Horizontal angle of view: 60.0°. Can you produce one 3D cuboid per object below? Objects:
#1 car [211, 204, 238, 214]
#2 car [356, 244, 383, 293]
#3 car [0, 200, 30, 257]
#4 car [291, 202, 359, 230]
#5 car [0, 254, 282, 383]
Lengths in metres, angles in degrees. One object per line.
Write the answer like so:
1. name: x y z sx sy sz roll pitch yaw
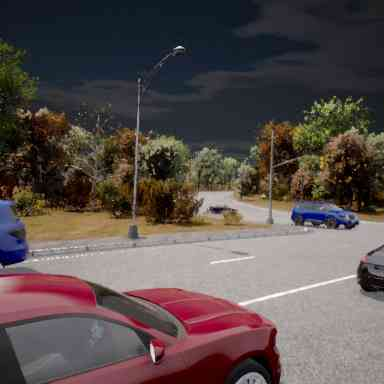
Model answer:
1. car: 3.899 2.186 41.039 1.895 1.301 4.718 3 0 -20
2. car: 5.800 1.665 7.936 4.181 1.385 1.994 1 -1 -35
3. car: -6.844 1.219 7.683 5.566 2.045 2.150 0 0 -35
4. car: 10.438 1.839 26.619 2.150 2.045 5.566 3 -2 -27
5. car: -1.349 1.479 2.783 5.008 1.535 1.882 0 0 -36
